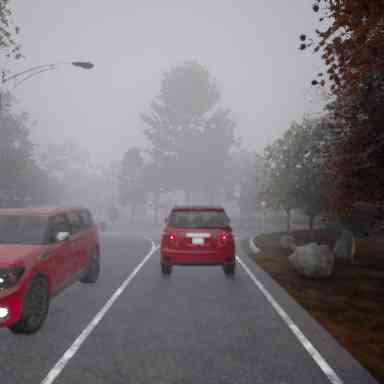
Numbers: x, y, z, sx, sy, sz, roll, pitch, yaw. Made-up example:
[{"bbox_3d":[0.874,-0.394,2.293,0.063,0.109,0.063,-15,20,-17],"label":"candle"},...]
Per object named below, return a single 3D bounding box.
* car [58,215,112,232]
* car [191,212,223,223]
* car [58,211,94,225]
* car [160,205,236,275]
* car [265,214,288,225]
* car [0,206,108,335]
[{"bbox_3d":[-10.180,2.939,31.522,5.008,1.535,1.882,-2,-4,29],"label":"car"},{"bbox_3d":[2.779,4.720,61.801,5.566,2.045,2.150,-1,-4,21],"label":"car"},{"bbox_3d":[-18.376,4.148,52.959,2.150,2.045,5.566,-3,-4,24],"label":"car"},{"bbox_3d":[0.187,1.479,11.432,2.150,2.045,5.566,0,-2,1],"label":"car"},{"bbox_3d":[12.787,4.123,50.663,2.097,1.767,4.553,1,-4,-12],"label":"car"},{"bbox_3d":[-3.621,1.342,7.267,2.150,2.045,5.566,0,-1,0],"label":"car"}]
